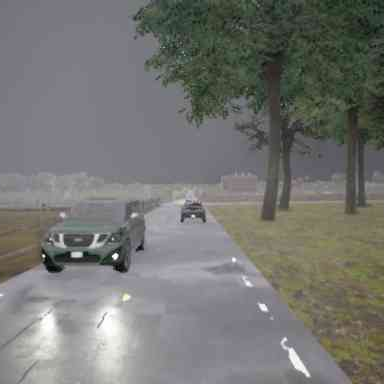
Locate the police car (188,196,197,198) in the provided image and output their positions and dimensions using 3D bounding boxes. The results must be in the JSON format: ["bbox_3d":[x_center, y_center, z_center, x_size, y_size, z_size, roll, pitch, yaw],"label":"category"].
[{"bbox_3d":[0.059,1.361,43.854,1.930,1.638,5.238,0,0,0],"label":"police car"}]

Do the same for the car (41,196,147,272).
[{"bbox_3d":[-2.851,1.189,10.992,2.150,2.045,5.566,0,0,0],"label":"car"}]

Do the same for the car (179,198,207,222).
[{"bbox_3d":[0.091,1.441,25.841,1.837,1.490,4.892,0,0,0],"label":"car"}]
